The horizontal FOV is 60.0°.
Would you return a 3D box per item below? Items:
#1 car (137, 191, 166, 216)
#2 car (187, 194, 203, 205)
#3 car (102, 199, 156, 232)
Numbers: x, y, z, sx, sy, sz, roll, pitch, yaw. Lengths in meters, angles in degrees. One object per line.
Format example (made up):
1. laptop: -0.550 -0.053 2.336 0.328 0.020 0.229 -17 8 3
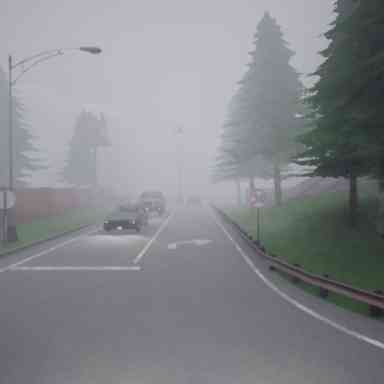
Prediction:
1. car: -3.558 0.946 29.499 2.150 2.045 5.566 0 1 1
2. car: 0.389 1.052 46.452 2.128 1.511 4.902 0 0 5
3. car: -3.573 1.373 19.089 2.033 1.411 5.357 0 1 0
